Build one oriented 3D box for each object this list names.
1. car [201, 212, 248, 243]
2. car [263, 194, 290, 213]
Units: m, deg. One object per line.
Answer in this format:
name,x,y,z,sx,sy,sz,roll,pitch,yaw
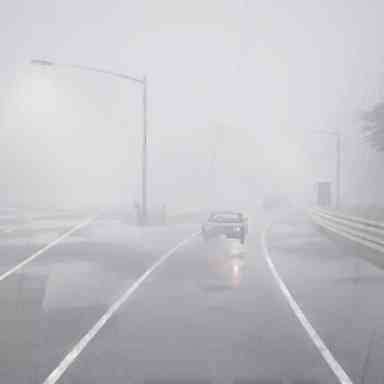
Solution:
car,1.759,1.613,16.334,1.895,1.301,4.718,0,0,12
car,9.939,1.289,39.042,2.150,2.045,5.566,0,0,28
